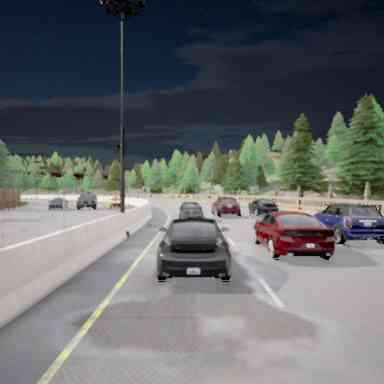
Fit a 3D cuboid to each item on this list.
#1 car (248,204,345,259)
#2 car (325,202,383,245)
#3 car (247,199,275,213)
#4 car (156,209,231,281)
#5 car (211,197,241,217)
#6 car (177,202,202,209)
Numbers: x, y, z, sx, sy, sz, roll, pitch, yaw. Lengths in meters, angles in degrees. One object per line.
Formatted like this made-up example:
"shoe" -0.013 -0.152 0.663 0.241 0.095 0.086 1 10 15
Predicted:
"car" 3.569 1.447 12.461 1.882 1.535 5.008 0 0 0
"car" 7.078 1.314 15.483 2.097 1.767 4.553 0 0 0
"car" 6.516 1.429 31.050 1.837 1.490 4.892 0 0 -5
"car" 0.053 1.483 9.800 1.837 1.490 4.892 0 1 0
"car" 3.033 1.278 30.503 2.097 1.767 4.553 0 0 -4
"car" -0.147 1.485 25.905 2.033 1.411 5.357 0 0 -2
